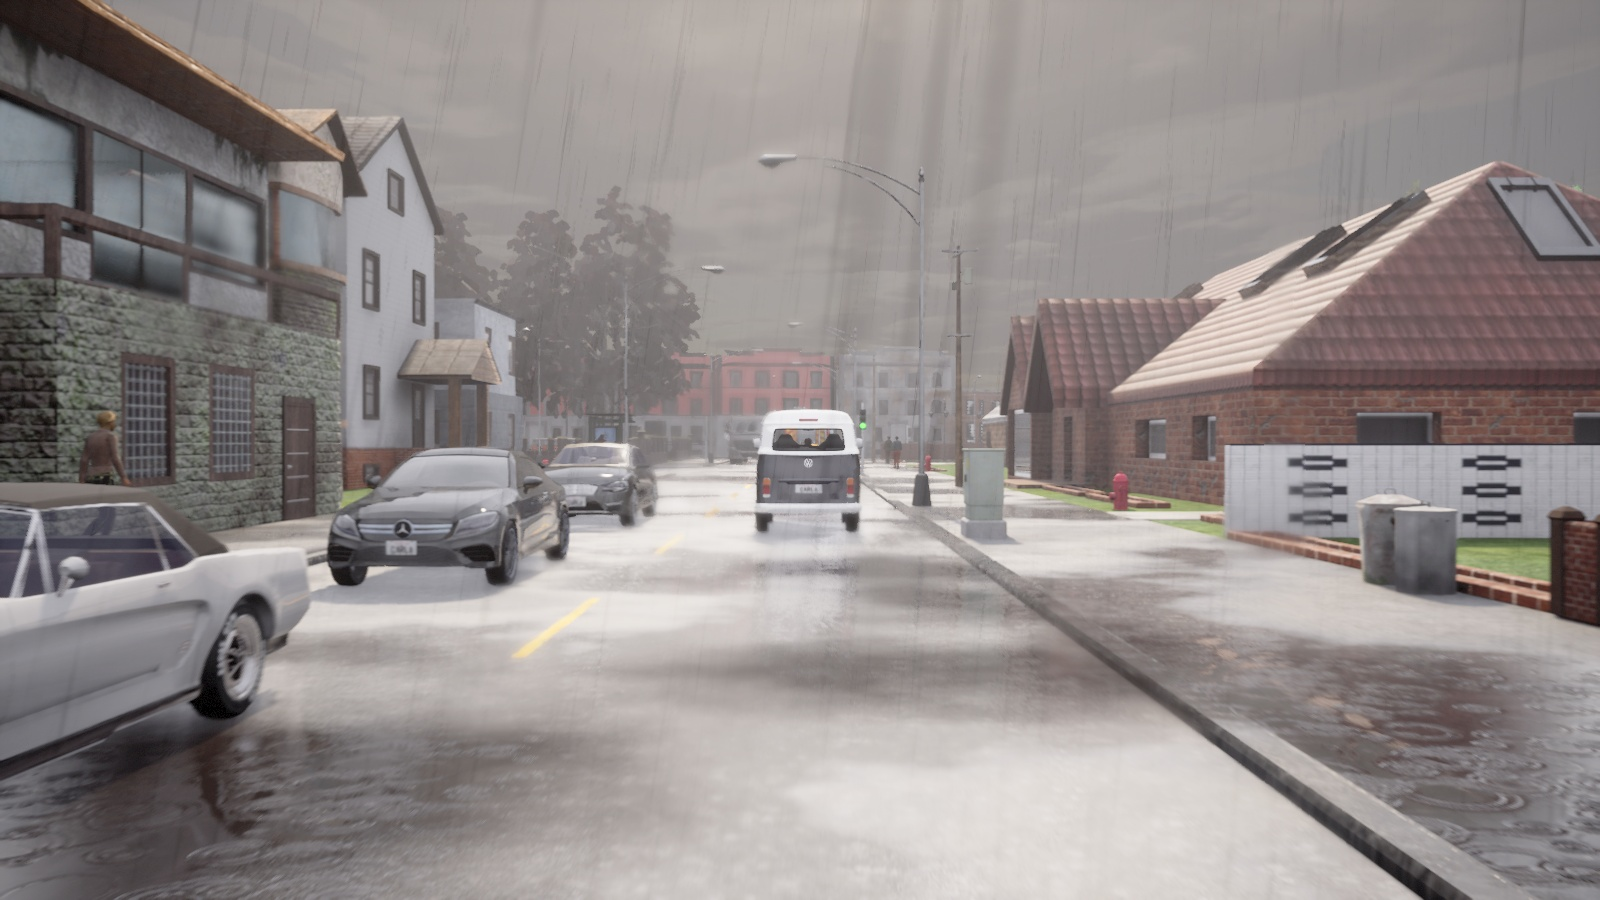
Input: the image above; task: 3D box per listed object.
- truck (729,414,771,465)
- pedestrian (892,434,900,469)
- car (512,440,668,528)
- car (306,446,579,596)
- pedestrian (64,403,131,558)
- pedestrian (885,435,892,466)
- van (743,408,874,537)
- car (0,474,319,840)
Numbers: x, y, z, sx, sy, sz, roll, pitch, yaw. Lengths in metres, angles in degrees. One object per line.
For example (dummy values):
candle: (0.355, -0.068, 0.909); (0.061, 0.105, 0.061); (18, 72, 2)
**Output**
truck: (-3.551, -0.747, 90.357); (2.891, 3.462, 7.936); (0, 0, -1)
pedestrian: (5.085, 0.085, 66.269); (0.353, 1.847, 0.614); (0, 0, -2)
car: (-3.843, 0.565, 23.872); (2.128, 1.511, 4.902); (0, 0, 0)
car: (-3.899, 0.687, 14.597); (1.812, 1.442, 4.674); (0, 0, 0)
pedestrian: (-8.537, 0.363, 15.269); (0.331, 1.846, 0.634); (0, 0, 27)
pedestrian: (5.596, 0.013, 79.455); (0.395, 1.930, 0.692); (0, 0, 6)
van: (0.146, 0.346, 22.039); (2.069, 2.038, 4.480); (0, 0, 0)
car: (-3.953, 0.813, 5.459); (1.895, 1.301, 4.718); (0, 0, 0)
